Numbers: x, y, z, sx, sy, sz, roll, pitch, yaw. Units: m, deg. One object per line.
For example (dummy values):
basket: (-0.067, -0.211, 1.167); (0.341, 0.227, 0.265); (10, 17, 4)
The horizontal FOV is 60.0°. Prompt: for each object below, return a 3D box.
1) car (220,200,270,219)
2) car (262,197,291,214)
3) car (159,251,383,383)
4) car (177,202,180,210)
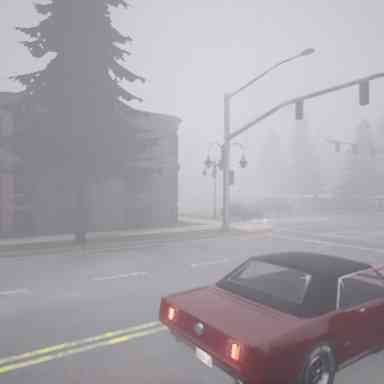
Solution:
car: (4.325, 1.580, 29.104); (1.994, 1.385, 4.181); (0, 0, -33)
car: (8.364, 1.373, 36.055); (2.097, 1.767, 4.553); (0, 0, -33)
car: (1.986, 1.604, 5.045); (4.718, 1.301, 1.895); (0, 0, -34)
car: (-3.342, 1.367, 40.819); (2.097, 1.767, 4.553); (0, 0, -33)
